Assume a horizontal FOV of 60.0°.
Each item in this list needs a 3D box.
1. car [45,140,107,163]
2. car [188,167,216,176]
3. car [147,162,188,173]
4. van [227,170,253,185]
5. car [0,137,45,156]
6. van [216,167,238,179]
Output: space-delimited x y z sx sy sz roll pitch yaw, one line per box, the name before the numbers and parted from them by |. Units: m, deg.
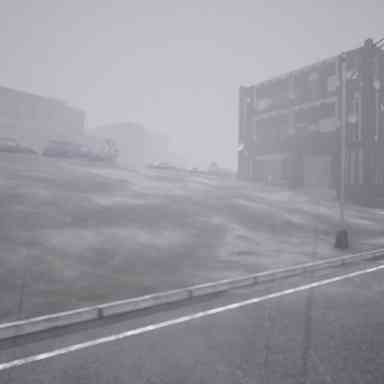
car | -10.413 -3.307 29.684 2.435 2.045 5.566 0 -1 44
car | 0.473 -2.400 42.171 2.002 1.452 4.674 0 -2 40
car | -3.086 -2.627 37.928 2.002 1.452 4.674 0 -2 41
van | 7.440 -2.140 50.951 1.878 1.987 4.442 1 -2 38
car | -14.285 -3.345 25.622 2.185 1.767 4.553 0 -1 45
van | 4.058 -2.411 46.573 1.878 1.987 4.442 0 -2 39
